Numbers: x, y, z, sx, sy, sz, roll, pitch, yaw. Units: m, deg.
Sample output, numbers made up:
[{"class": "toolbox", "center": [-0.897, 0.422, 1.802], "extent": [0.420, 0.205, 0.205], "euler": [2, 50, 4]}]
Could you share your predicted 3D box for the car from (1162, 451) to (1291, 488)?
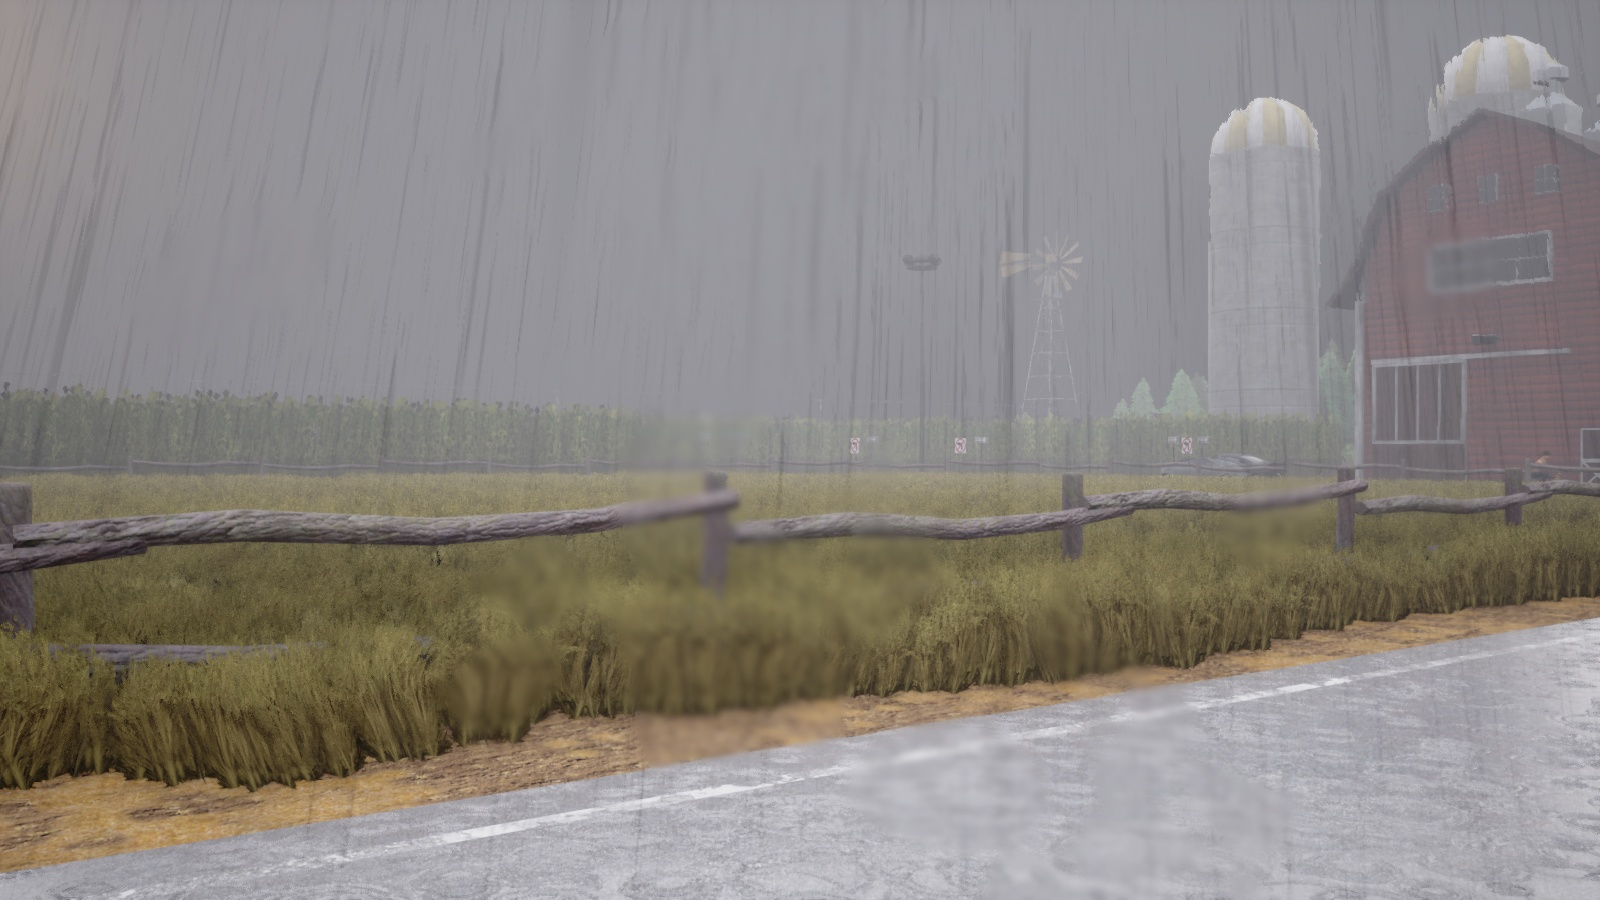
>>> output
[{"class": "car", "center": [18.255, 0.816, 53.969], "extent": [1.882, 1.535, 5.008], "euler": [0, 0, -38]}]

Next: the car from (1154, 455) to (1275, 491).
[{"class": "car", "center": [16.590, 0.897, 50.440], "extent": [1.994, 1.385, 4.181], "euler": [0, 0, -39]}]
